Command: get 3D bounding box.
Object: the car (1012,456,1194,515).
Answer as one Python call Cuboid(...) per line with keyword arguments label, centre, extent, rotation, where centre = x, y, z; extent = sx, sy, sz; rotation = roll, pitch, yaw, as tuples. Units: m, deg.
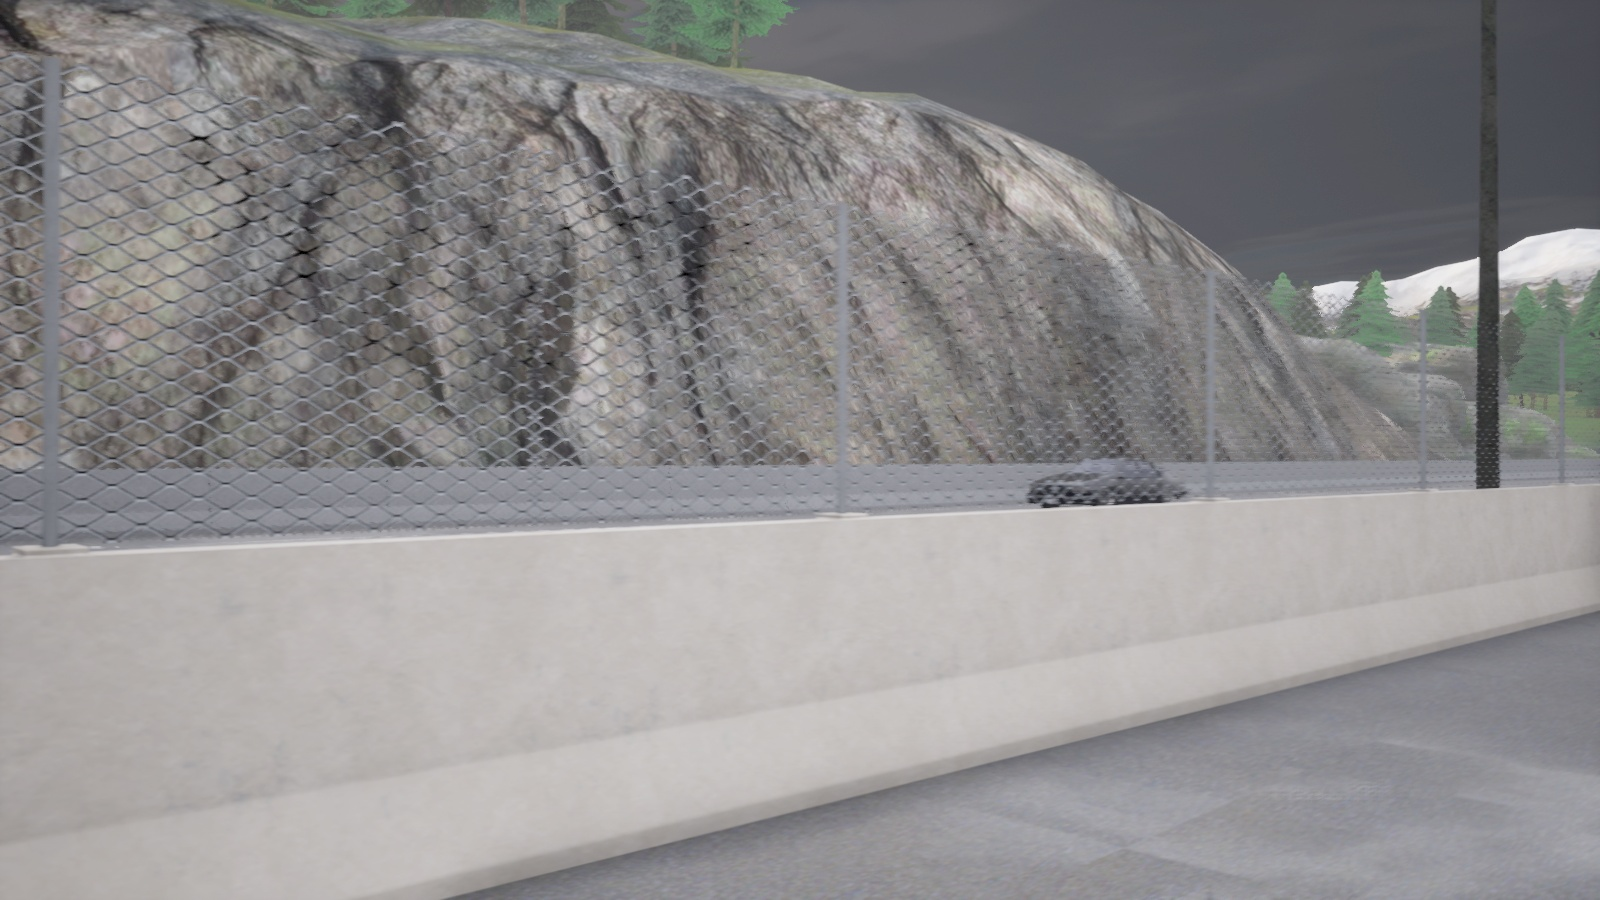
Cuboid(label="car", centre=(8.016, 0.862, 32.875), extent=(5.357, 1.411, 2.033), rotation=(0, 0, -43))
